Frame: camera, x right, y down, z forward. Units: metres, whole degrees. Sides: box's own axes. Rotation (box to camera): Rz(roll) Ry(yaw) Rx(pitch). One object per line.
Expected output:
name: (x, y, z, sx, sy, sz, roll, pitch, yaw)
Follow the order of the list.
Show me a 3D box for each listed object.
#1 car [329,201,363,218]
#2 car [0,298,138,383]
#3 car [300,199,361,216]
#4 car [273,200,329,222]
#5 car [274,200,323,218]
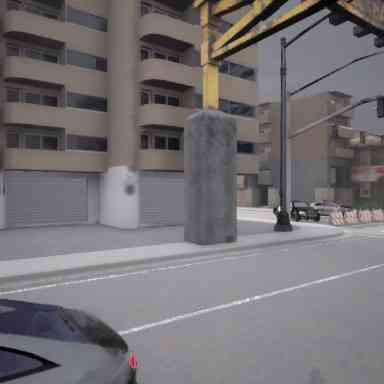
car: (11.898, 1.455, 28.528, 4.974, 1.542, 2.038, 0, 0, 35)
car: (-2.444, 1.564, 2.251, 4.181, 1.385, 1.994, 0, 0, -35)
car: (11.855, 1.298, 28.558, 4.536, 1.218, 1.853, 0, 0, 35)
car: (8.314, 1.455, 26.392, 2.038, 1.542, 4.974, 0, 0, -10)
car: (8.305, 1.297, 26.443, 1.853, 1.218, 4.536, 0, 0, -10)
